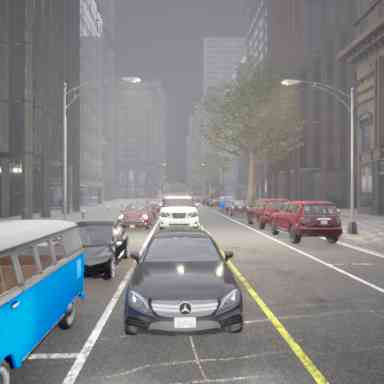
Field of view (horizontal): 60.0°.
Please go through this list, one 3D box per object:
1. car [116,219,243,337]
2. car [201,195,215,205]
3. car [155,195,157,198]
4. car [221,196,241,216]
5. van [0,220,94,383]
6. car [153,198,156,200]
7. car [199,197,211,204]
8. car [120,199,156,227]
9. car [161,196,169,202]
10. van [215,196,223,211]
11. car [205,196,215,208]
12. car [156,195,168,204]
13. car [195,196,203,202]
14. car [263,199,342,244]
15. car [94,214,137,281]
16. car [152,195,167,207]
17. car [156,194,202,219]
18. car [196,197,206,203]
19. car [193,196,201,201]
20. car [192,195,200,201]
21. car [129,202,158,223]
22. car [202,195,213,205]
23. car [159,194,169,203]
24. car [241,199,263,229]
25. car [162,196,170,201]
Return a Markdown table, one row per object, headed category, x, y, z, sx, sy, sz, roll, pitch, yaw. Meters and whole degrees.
| category | x | y | z | sx | sy | sz | roll | pitch | yaw |
| --- | --- | --- | --- | --- | --- | --- | --- | --- | --- |
| car | -0.213 | 1.531 | 6.874 | 1.812 | 1.442 | 4.674 | 0 | 0 | -3 |
| car | 2.899 | 1.444 | 61.026 | 2.192 | 1.841 | 5.009 | 0 | 0 | -3 |
| car | -5.012 | 1.610 | 49.155 | 1.752 | 1.417 | 4.829 | 0 | 0 | -3 |
| car | 4.384 | 1.489 | 32.868 | 1.967 | 1.590 | 4.097 | 0 | 0 | -3 |
| van | -2.647 | 1.344 | 4.276 | 1.690 | 1.788 | 3.998 | 0 | 0 | -3 |
| car | -4.427 | 1.641 | 38.063 | 1.802 | 1.307 | 4.206 | 0 | 0 | -3 |
| car | 2.603 | 1.695 | 66.657 | 1.887 | 1.381 | 4.507 | 0 | 0 | -3 |
| car | -3.538 | 1.467 | 21.170 | 1.967 | 1.590 | 4.097 | 0 | 0 | -3 |
| car | -6.800 | 1.763 | 83.110 | 1.887 | 1.381 | 4.507 | 0 | 0 | -3 |
| van | 4.087 | 1.401 | 38.500 | 1.690 | 1.788 | 3.998 | 0 | 0 | -3 |
| car | 3.493 | 1.668 | 49.763 | 1.802 | 1.307 | 4.206 | 0 | 0 | -3 |
| car | -5.911 | 1.465 | 66.218 | 2.192 | 1.841 | 5.009 | 0 | 0 | -3 |
| car | 1.704 | 1.746 | 83.723 | 1.752 | 1.417 | 4.829 | 0 | 0 | -3 |
| car | 5.273 | 1.333 | 15.973 | 2.192 | 1.841 | 5.009 | 0 | 0 | -3 |
| car | -2.945 | 1.574 | 9.907 | 1.947 | 1.339 | 4.313 | 0 | 0 | -3 |
| car | -5.318 | 1.420 | 54.955 | 2.192 | 1.841 | 5.009 | 0 | 0 | -3 |
| car | -0.822 | 1.247 | 20.397 | 2.150 | 2.045 | 5.566 | 0 | 0 | -3 |
| car | 2.010 | 1.762 | 77.920 | 1.947 | 1.339 | 4.313 | 0 | 0 | -3 |
| car | 1.417 | 1.827 | 89.184 | 1.802 | 1.307 | 4.206 | 0 | 0 | -3 |
| car | 1.120 | 1.712 | 94.817 | 1.967 | 1.590 | 4.097 | 0 | 0 | -3 |
| car | -3.835 | 1.582 | 26.800 | 1.887 | 1.381 | 4.507 | 0 | 0 | -3 |
| car | 3.196 | 1.672 | 55.393 | 1.947 | 1.339 | 4.313 | 0 | 0 | -3 |
| car | -6.504 | 1.510 | 77.479 | 2.192 | 1.841 | 5.009 | 0 | 0 | -3 |
| car | 4.976 | 1.343 | 21.604 | 2.192 | 1.841 | 5.009 | 0 | 0 | -3 |
| car | -7.394 | 1.836 | 94.372 | 1.947 | 1.339 | 4.313 | 0 | 0 | -3 |
